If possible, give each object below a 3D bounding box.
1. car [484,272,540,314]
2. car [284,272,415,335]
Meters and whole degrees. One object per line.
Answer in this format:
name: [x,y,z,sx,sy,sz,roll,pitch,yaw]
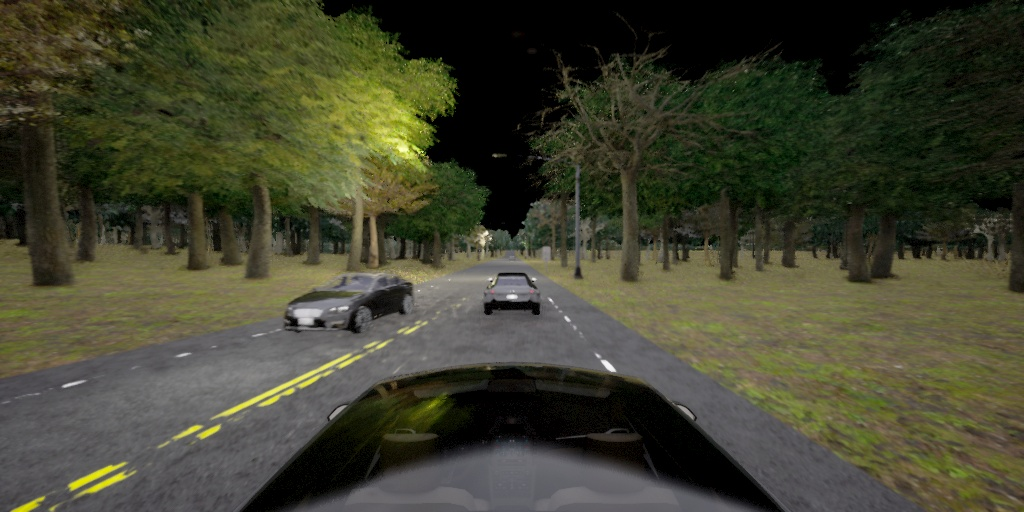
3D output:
car: [0.003,1.319,13.860,1.994,1.385,4.181,0,0,0]
car: [-4.513,1.248,10.747,2.128,1.511,4.902,0,0,6]
